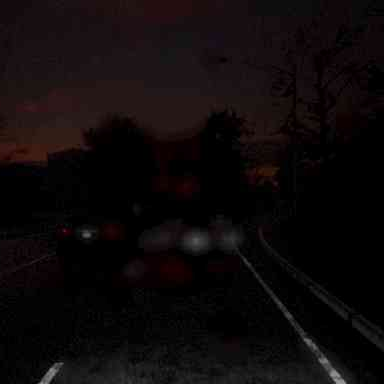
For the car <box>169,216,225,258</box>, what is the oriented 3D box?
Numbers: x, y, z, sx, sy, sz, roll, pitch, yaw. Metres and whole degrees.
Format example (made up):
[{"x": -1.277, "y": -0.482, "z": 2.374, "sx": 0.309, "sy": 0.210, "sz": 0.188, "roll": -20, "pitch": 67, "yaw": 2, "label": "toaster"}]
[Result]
[{"x": 0.270, "y": 1.639, "z": 13.063, "sx": 1.994, "sy": 1.385, "sz": 4.181, "roll": 0, "pitch": -1, "yaw": 4, "label": "car"}]

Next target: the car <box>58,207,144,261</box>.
[{"x": -3.253, "y": 1.423, "z": 12.766, "sx": 2.097, "sy": 1.767, "sz": 4.553, "roll": 0, "pitch": -1, "yaw": 3, "label": "car"}]

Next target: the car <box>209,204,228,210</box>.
[{"x": 5.837, "y": 3.609, "z": 76.660, "sx": 4.902, "sy": 1.511, "sz": 2.128, "roll": -1, "pitch": -2, "yaw": 24, "label": "car"}]

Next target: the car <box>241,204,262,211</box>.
[{"x": 13.403, "y": 3.488, "z": 75.185, "sx": 5.008, "sy": 1.535, "sz": 1.882, "roll": -2, "pitch": -3, "yaw": 45, "label": "car"}]
